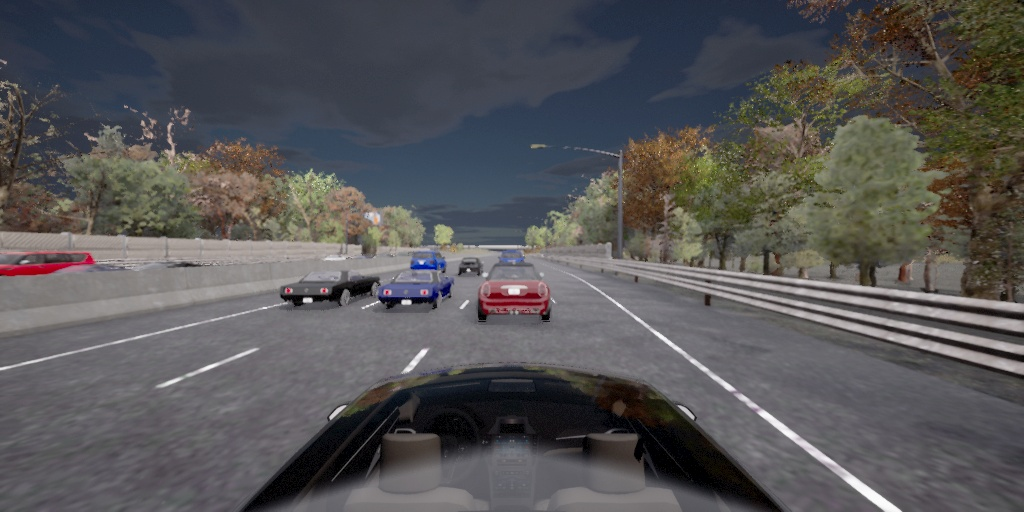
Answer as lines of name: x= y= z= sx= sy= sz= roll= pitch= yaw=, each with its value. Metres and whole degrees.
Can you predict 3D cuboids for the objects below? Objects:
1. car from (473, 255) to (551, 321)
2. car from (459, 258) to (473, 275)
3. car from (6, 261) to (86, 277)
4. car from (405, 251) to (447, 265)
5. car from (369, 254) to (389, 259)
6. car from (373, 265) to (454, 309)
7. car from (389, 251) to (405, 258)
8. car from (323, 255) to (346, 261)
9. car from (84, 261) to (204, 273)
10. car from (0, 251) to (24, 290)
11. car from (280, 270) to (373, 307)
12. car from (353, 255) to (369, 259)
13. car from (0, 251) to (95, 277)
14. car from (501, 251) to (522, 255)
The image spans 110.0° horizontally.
car: x=0.051 y=0.967 z=11.953 sx=2.097 sy=1.767 sz=4.553 roll=0 pitch=1 yaw=0
car: x=-3.537 y=0.875 z=31.533 sx=1.837 sy=1.490 sz=4.892 roll=0 pitch=1 yaw=0
car: x=-21.173 y=1.110 z=17.884 sx=1.994 sy=1.385 sz=4.181 roll=0 pitch=1 yaw=0
car: x=-7.034 y=0.605 z=30.539 sx=2.150 sy=2.045 sz=5.566 roll=0 pitch=1 yaw=0
car: x=-21.306 y=0.398 z=59.282 sx=2.097 sy=1.767 sz=4.553 roll=0 pitch=1 yaw=0
car: x=-3.454 y=1.192 z=13.923 sx=1.895 sy=1.301 sz=4.718 roll=0 pitch=1 yaw=0
car: x=-17.804 y=0.268 z=59.239 sx=2.150 sy=2.045 sz=5.566 roll=0 pitch=1 yaw=0
car: x=-28.288 y=0.598 z=57.259 sx=1.812 sy=1.442 sz=4.674 roll=0 pitch=1 yaw=0
car: x=-17.675 y=1.047 z=18.106 sx=1.837 sy=1.490 sz=4.892 roll=0 pitch=1 yaw=0
car: x=-27.719 y=0.782 z=16.806 sx=2.150 sy=2.045 sz=5.566 roll=0 pitch=1 yaw=-3
car: x=-6.958 y=1.187 z=14.415 sx=1.895 sy=1.301 sz=4.718 roll=0 pitch=1 yaw=0
car: x=-24.791 y=0.593 z=59.413 sx=2.033 sy=1.411 sz=5.357 roll=0 pitch=1 yaw=0
car: x=-24.676 y=0.764 z=18.173 sx=2.150 sy=2.045 sz=5.566 roll=0 pitch=1 yaw=0
car: x=-0.034 y=0.602 z=30.620 sx=2.150 sy=2.045 sz=5.566 roll=0 pitch=1 yaw=0
